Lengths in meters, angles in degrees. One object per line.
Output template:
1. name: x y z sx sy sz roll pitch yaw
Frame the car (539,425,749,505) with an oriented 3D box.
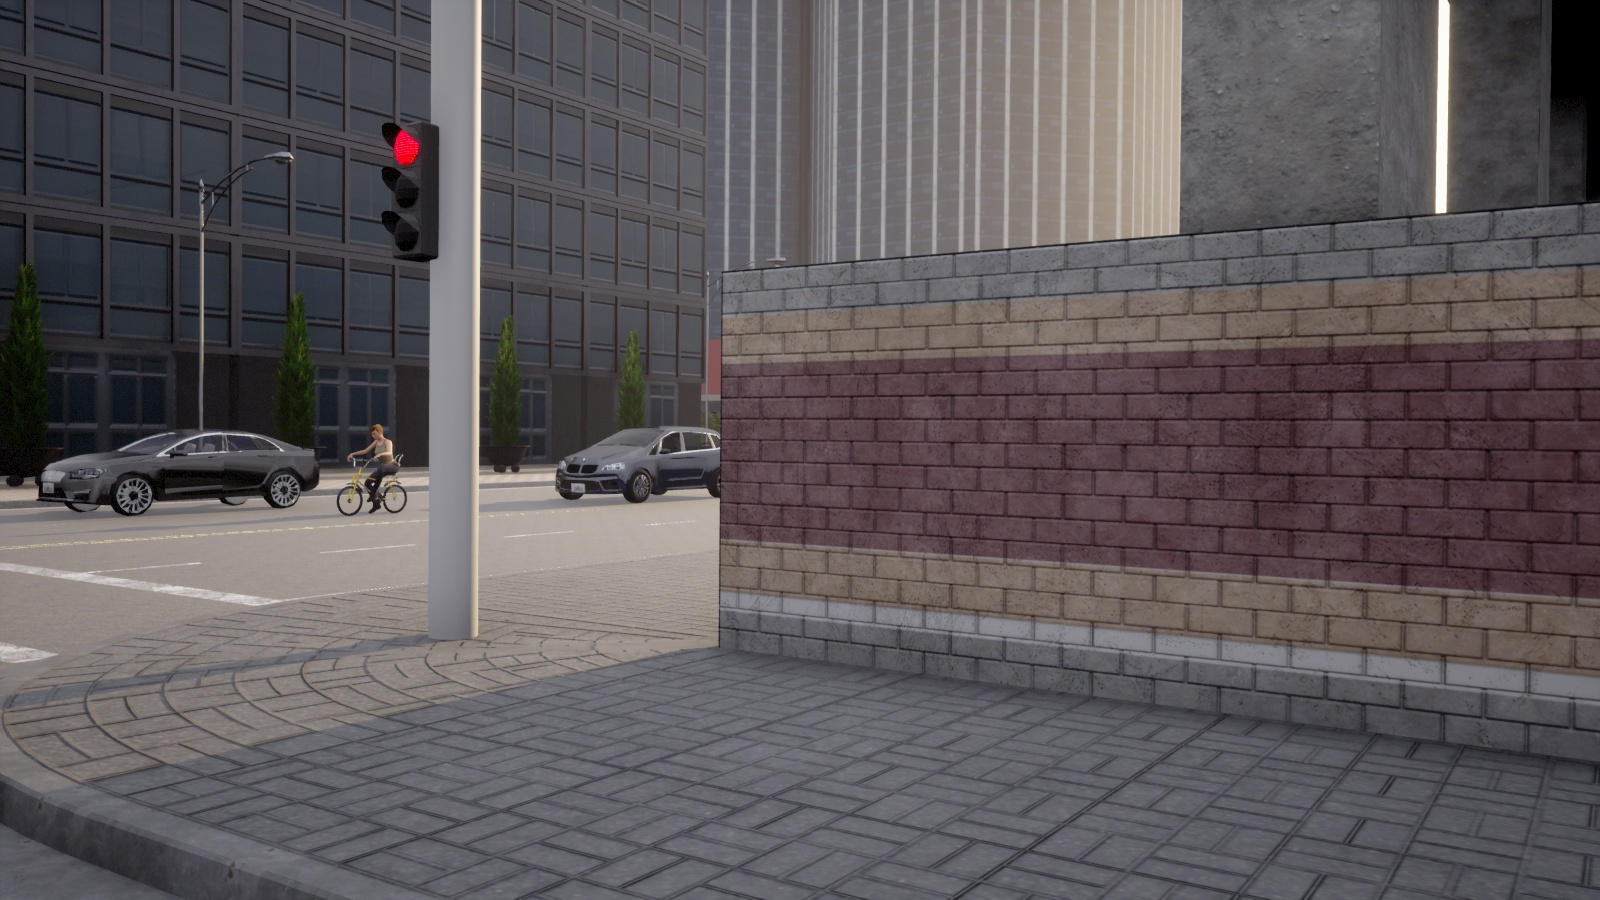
1. car: -3.441 0.272 28.584 2.242 1.667 4.611 0 1 34

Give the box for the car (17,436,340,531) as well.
1. car: -11.276 0.529 23.165 2.128 1.511 4.902 0 1 34

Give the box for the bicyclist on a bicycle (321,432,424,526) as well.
1. bicyclist on a bicycle: -7.597 0.487 22.361 0.866 1.612 1.509 0 1 34

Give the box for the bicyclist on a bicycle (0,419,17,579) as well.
1. bicyclist on a bicycle: -9.595 0.561 13.493 0.659 1.776 1.843 -1 1 40
